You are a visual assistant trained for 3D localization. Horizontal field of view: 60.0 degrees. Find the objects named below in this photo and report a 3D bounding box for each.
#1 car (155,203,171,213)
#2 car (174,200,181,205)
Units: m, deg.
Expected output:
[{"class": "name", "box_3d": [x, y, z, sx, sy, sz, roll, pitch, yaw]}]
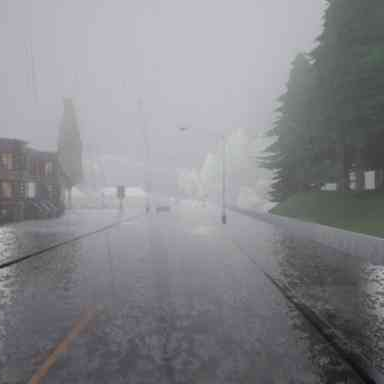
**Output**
[{"class": "car", "box_3d": [-4.044, 2.256, 46.965, 1.895, 1.301, 4.718, 0, -1, 1]}, {"class": "car", "box_3d": [-4.018, 2.901, 93.743, 1.895, 1.301, 4.718, 0, -1, 0]}]
